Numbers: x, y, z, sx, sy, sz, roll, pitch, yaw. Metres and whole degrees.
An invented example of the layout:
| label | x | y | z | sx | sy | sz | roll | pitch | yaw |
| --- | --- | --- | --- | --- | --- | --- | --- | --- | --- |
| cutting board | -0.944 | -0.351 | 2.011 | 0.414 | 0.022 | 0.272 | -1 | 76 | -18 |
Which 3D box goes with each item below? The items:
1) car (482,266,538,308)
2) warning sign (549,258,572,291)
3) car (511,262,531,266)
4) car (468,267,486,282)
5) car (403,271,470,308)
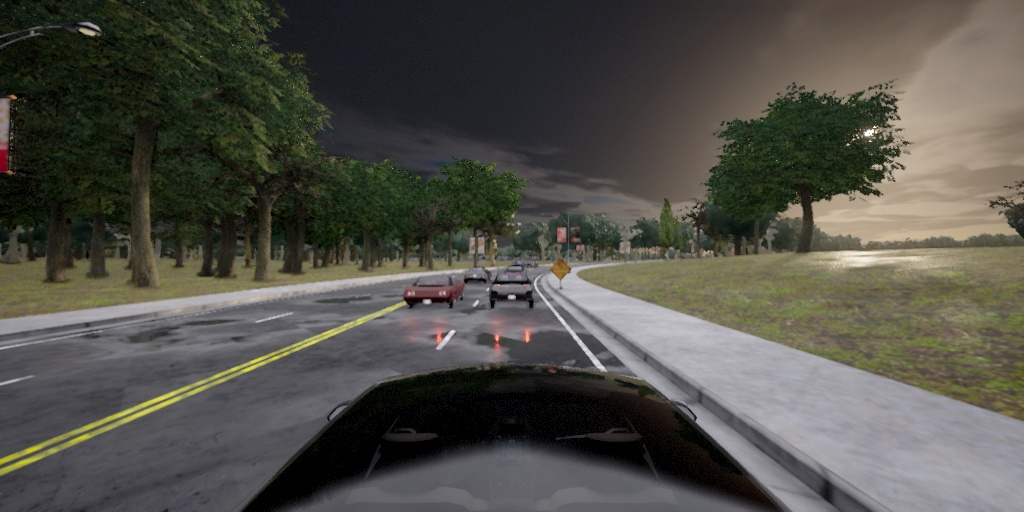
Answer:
| label | x | y | z | sx | sy | sz | roll | pitch | yaw |
| --- | --- | --- | --- | --- | --- | --- | --- | --- | --- |
| car | 0.002 | 1.386 | 16.172 | 2.128 | 1.511 | 4.902 | 0 | 0 | 0 |
| warning sign | 2.847 | 1.055 | 20.826 | 1.300 | 1.860 | 1.060 | 0 | 0 | 0 |
| car | 0.380 | 1.532 | 30.806 | 1.837 | 1.490 | 4.892 | 0 | 0 | 5 |
| car | -2.859 | 1.596 | 31.062 | 1.994 | 1.385 | 4.181 | 0 | 0 | 5 |
| car | -3.250 | 1.492 | 15.988 | 1.895 | 1.301 | 4.718 | 0 | -1 | 0 |
